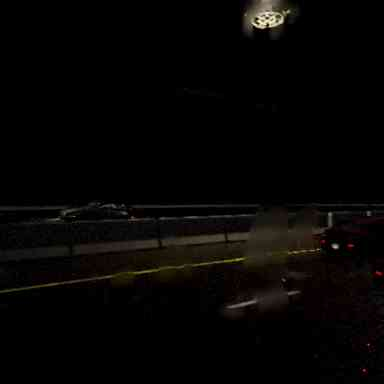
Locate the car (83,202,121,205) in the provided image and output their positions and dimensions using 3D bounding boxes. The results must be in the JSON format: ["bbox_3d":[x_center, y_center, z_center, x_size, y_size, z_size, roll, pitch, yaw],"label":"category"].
[{"bbox_3d":[-5.504,1.454,21.220,4.902,1.511,2.128,1,0,-32],"label":"car"}]

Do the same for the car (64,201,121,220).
[{"bbox_3d":[-8.294,1.502,27.729,4.181,1.385,1.994,1,0,-32],"label":"car"}]

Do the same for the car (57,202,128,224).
[{"bbox_3d":[-7.203,1.472,24.307,4.674,1.442,1.812,1,0,-32],"label":"car"}]

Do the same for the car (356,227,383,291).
[{"bbox_3d":[6.058,1.605,7.654,4.674,1.442,1.812,1,0,-32],"label":"car"}]

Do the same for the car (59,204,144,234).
[{"bbox_3d":[-4.665,1.531,17.594,4.181,1.385,1.994,1,0,-33],"label":"car"}]

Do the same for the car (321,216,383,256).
[{"bbox_3d":[6.712,1.620,12.159,4.674,1.442,1.812,1,0,-31],"label":"car"}]
